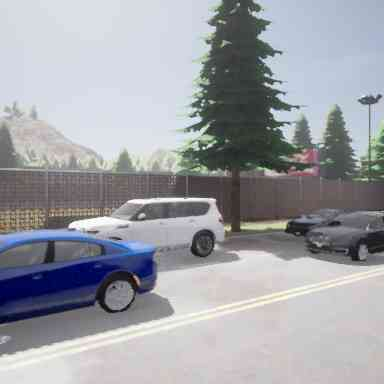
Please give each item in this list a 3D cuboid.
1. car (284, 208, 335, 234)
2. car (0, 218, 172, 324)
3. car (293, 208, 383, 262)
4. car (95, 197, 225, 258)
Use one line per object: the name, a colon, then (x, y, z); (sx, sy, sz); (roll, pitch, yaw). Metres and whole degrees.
car: (7.152, 1.545, 16.980); (5.357, 1.411, 2.033); (0, 0, -33)
car: (-3.057, 1.477, 6.137); (5.008, 1.535, 1.882); (0, 0, -33)
car: (6.182, 1.504, 12.164); (4.892, 1.490, 1.837); (1, 0, -33)
car: (-1.427, 1.220, 11.389); (5.566, 2.045, 2.150); (0, 0, -33)
